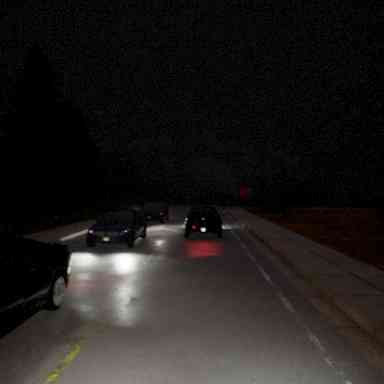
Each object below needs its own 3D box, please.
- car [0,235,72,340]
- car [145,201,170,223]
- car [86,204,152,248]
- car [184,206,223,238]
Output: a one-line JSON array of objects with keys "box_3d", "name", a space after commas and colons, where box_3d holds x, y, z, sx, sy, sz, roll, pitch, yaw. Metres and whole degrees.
[{"box_3d": [-3.483, 1.451, 4.903, 1.882, 1.535, 5.008, 0, 0, 2], "name": "car"}, {"box_3d": [-2.825, 1.457, 25.283, 1.882, 1.535, 5.008, 0, 0, 2], "name": "car"}, {"box_3d": [-3.163, 1.502, 14.850, 1.812, 1.442, 4.674, 0, 0, 2], "name": "car"}, {"box_3d": [0.620, 1.510, 17.946, 1.837, 1.490, 4.892, 0, 0, 2], "name": "car"}]
